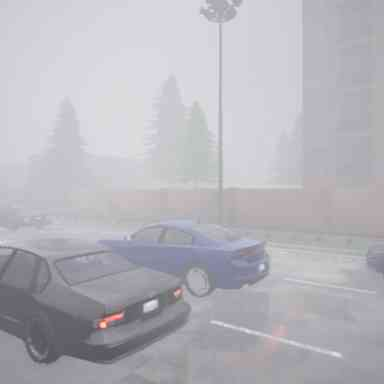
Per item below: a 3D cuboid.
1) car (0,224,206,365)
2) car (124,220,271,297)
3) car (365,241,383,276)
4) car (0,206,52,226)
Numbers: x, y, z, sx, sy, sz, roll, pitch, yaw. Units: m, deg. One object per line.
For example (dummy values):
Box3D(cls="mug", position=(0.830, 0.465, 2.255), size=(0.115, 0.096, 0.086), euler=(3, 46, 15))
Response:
Box3D(cls="car", position=(-2.589, 1.548, 5.837), size=(5.357, 1.411, 2.033), euler=(0, 0, 35))
Box3D(cls="car", position=(-0.499, 1.478, 8.646), size=(5.008, 1.535, 1.882), euler=(0, 0, 35))
Box3D(cls="car", position=(6.699, 1.526, 7.795), size=(4.674, 1.442, 1.812), euler=(0, 0, 35))
Box3D(cls="car", position=(-10.736, 1.550, 20.245), size=(5.357, 1.411, 2.033), euler=(0, 0, 35))
